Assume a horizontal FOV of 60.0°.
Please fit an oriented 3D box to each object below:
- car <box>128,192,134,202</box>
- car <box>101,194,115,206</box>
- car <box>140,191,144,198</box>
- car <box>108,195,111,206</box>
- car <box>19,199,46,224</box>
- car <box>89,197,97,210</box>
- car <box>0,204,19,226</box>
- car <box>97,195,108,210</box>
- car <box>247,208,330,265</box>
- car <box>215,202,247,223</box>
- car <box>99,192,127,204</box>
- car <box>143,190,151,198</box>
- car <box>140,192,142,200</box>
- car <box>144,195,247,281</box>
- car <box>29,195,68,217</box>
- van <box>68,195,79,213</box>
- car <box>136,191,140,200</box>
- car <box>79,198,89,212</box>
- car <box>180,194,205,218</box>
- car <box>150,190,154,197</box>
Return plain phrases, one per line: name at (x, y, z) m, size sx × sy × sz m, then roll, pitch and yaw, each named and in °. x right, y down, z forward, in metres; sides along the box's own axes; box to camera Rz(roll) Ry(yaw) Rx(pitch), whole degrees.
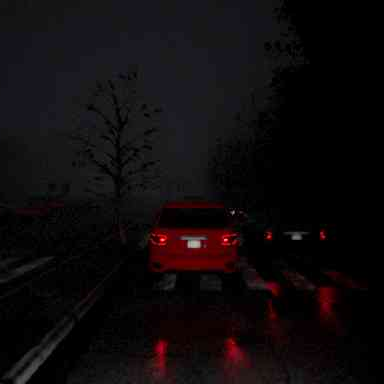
car at (-13.847, 1.086, 59.749) m, size 5.566 × 2.045 × 2.435 m, roll -1°, pitch 0°, yaw -20°
car at (-13.868, 1.475, 50.785) m, size 4.674 × 1.452 × 2.002 m, roll -1°, pitch 1°, yaw -20°
car at (-13.836, 1.192, 74.685) m, size 4.792 × 1.488 × 2.163 m, roll -1°, pitch 0°, yaw -20°
car at (-13.848, 1.515, 44.828) m, size 4.792 × 1.488 × 2.163 m, roll -1°, pitch 0°, yaw -20°
car at (-13.711, 1.507, 23.989) m, size 5.366 × 1.575 × 1.946 m, roll -1°, pitch 0°, yaw -20°
car at (-13.904, 1.548, 38.831) m, size 4.792 × 1.488 × 2.163 m, roll -1°, pitch 0°, yaw -20°
car at (-13.912, 1.532, 20.927) m, size 4.792 × 1.488 × 2.163 m, roll -1°, pitch 0°, yaw -20°
car at (-13.704, 1.497, 41.901) m, size 5.366 × 1.575 × 1.946 m, roll -1°, pitch 0°, yaw -20°
car at (3.061, 1.342, 11.804) m, size 2.097 × 1.767 × 4.553 m, roll 0°, pitch 0°, yaw 0°
car at (3.063, 1.574, 27.232) m, size 2.033 × 1.411 × 5.357 m, roll 0°, pitch 0°, yaw 0°
car at (-13.900, 1.156, 53.753) m, size 5.566 × 2.045 × 2.435 m, roll -1°, pitch 1°, yaw -20°
car at (-13.830, 1.052, 86.691) m, size 4.792 × 1.488 × 2.163 m, roll -1°, pitch 0°, yaw -20°
car at (-13.858, 1.239, 71.667) m, size 4.674 × 1.452 × 2.002 m, roll -1°, pitch 1°, yaw -20°
car at (0.051, 1.213, 9.909) m, size 2.150 × 2.045 × 5.566 m, roll 0°, pitch 0°, yaw 0°
car at (-13.854, 1.400, 29.899) m, size 4.553 × 1.767 × 2.185 m, roll -1°, pitch 0°, yaw -20°
van at (-13.776, 1.301, 32.927) m, size 4.442 × 1.987 × 1.878 m, roll -1°, pitch 0°, yaw -20°
car at (-13.836, 1.107, 68.693) m, size 4.553 × 1.767 × 2.185 m, roll -1°, pitch 1°, yaw -20°
car at (-13.874, 1.563, 35.859) m, size 4.674 × 1.452 × 2.002 m, roll -1°, pitch 0°, yaw -20°
car at (0.082, 1.254, 31.275) m, size 2.150 × 2.045 × 5.566 m, roll 0°, pitch 0°, yaw 0°
car at (-14.025, 0.950, 92.613) m, size 5.366 × 1.575 × 1.946 m, roll -1°, pitch 1°, yaw -20°
